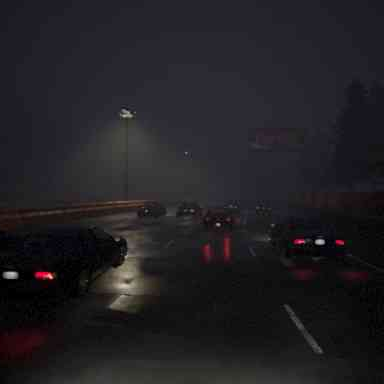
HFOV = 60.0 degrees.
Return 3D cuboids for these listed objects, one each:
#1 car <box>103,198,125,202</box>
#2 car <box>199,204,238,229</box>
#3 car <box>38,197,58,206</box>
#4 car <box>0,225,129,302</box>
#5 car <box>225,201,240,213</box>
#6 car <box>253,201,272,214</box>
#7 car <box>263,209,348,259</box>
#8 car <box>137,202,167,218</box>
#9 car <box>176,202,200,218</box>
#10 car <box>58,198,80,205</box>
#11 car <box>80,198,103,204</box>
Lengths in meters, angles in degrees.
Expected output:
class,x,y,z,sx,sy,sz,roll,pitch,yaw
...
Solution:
class,x,y,z,sx,sy,sz,roll,pitch,yaw
car,-11.269,1.705,50.513,1.895,1.301,4.718,0,0,10
car,1.892,1.685,22.170,1.895,1.301,4.718,0,0,9
car,-21.773,1.520,51.407,2.128,1.511,4.902,0,0,10
car,-3.117,1.555,8.496,2.033,1.411,5.357,0,0,3
car,4.578,1.703,38.629,2.033,1.411,5.357,0,0,10
car,7.827,1.718,36.883,2.033,1.411,5.357,0,0,9
car,4.231,1.617,12.892,2.033,1.411,5.357,0,0,5
car,-3.713,1.642,31.375,1.994,1.385,4.181,0,0,9
car,-0.193,1.648,31.344,2.033,1.411,5.357,0,0,9
car,-18.243,1.614,51.259,1.994,1.385,4.181,0,0,10
car,-14.715,1.633,51.121,1.837,1.490,4.892,0,0,10
